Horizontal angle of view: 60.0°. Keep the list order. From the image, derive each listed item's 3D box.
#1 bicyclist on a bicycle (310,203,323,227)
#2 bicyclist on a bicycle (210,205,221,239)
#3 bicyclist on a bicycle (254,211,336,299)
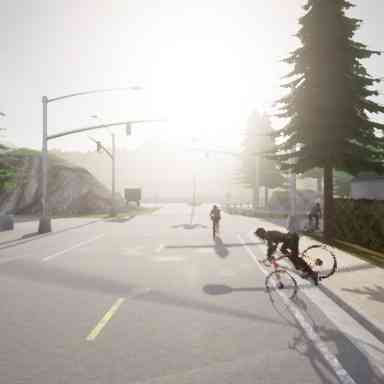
[{"bbox_3d":[5.918,1.328,16.038,1.656,1.620,0.582,6,1,-42],"label":"bicyclist on a bicycle"},{"bbox_3d":[1.157,1.452,16.206,0.582,1.620,1.656,0,-1,-7],"label":"bicyclist on a bicycle"},{"bbox_3d":[1.974,1.343,7.022,1.656,1.620,0.582,-43,-21,25],"label":"bicyclist on a bicycle"}]
